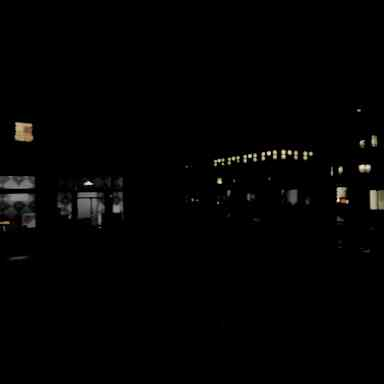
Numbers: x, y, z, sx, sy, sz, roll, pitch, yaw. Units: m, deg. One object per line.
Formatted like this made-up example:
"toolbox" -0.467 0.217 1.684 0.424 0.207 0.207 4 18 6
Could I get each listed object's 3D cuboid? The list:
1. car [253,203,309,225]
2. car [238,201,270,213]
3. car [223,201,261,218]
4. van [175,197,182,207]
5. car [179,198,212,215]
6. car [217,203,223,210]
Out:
"car" 7.266 1.814 26.664 1.947 1.339 4.313 -1 0 -29
"car" 7.971 1.903 42.924 1.802 1.307 4.206 -1 0 -29
"car" 5.841 1.802 34.840 2.128 1.511 4.902 -1 0 -29
"van" -2.771 1.906 62.287 1.690 1.788 3.998 -1 0 -29
"car" 0.640 1.846 38.858 1.967 1.590 4.097 -1 0 -29
"car" 5.288 1.965 47.764 1.802 1.307 4.206 -1 0 -29
